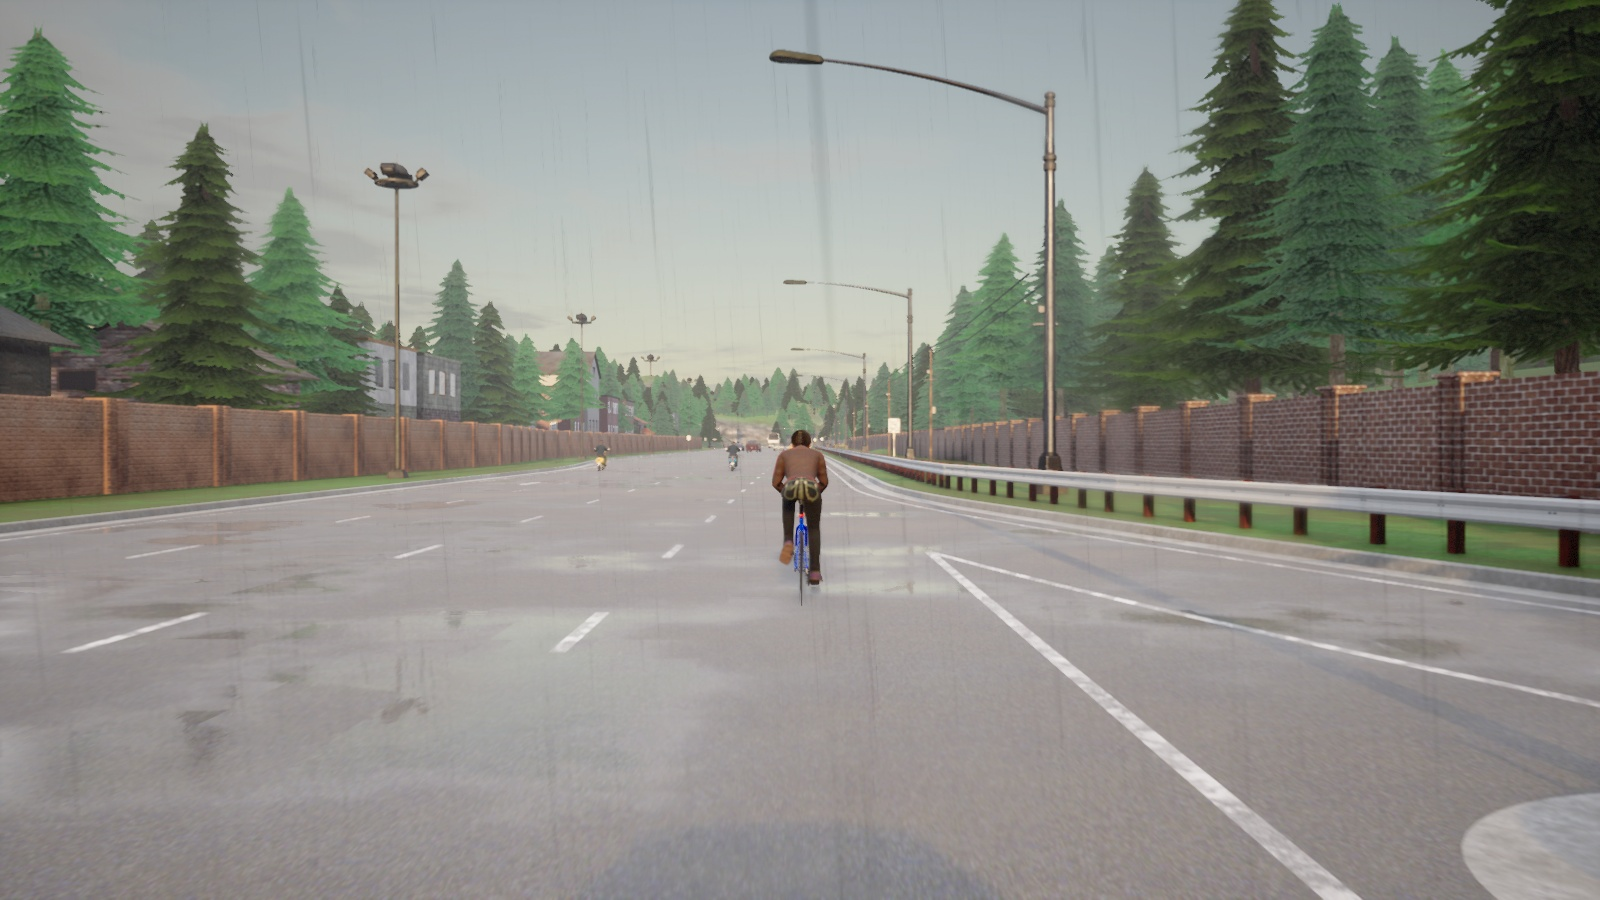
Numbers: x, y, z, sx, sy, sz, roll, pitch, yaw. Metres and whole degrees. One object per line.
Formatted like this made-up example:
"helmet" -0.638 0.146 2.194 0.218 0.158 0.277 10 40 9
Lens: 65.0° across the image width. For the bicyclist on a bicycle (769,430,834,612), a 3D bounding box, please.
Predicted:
"bicyclist on a bicycle" 0.013 0.630 12.017 0.582 1.620 1.656 0 0 0
